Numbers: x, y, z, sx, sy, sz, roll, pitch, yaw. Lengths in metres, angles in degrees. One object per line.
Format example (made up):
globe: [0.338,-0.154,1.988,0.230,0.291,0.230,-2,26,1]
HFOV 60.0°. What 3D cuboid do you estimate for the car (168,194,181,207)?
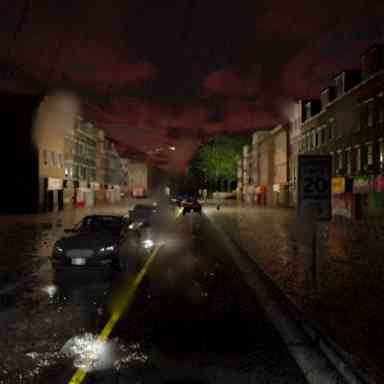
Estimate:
car: [-2.743,1.253,50.131,2.150,2.045,5.566,0,0,0]

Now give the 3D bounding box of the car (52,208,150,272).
car: [-2.848,1.477,10.817,2.128,1.511,4.902,0,0,0]

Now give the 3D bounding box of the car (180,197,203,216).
car: [0.015,1.481,32.843,1.837,1.490,4.892,0,0,0]

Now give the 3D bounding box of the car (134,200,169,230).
car: [-2.841,1.470,20.909,2.128,1.511,4.902,0,0,0]

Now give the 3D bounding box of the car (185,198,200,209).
car: [0.048,1.540,46.432,1.994,1.385,4.181,0,0,1]

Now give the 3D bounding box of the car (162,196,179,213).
car: [-2.747,1.506,36.126,1.812,1.442,4.674,0,0,0]
